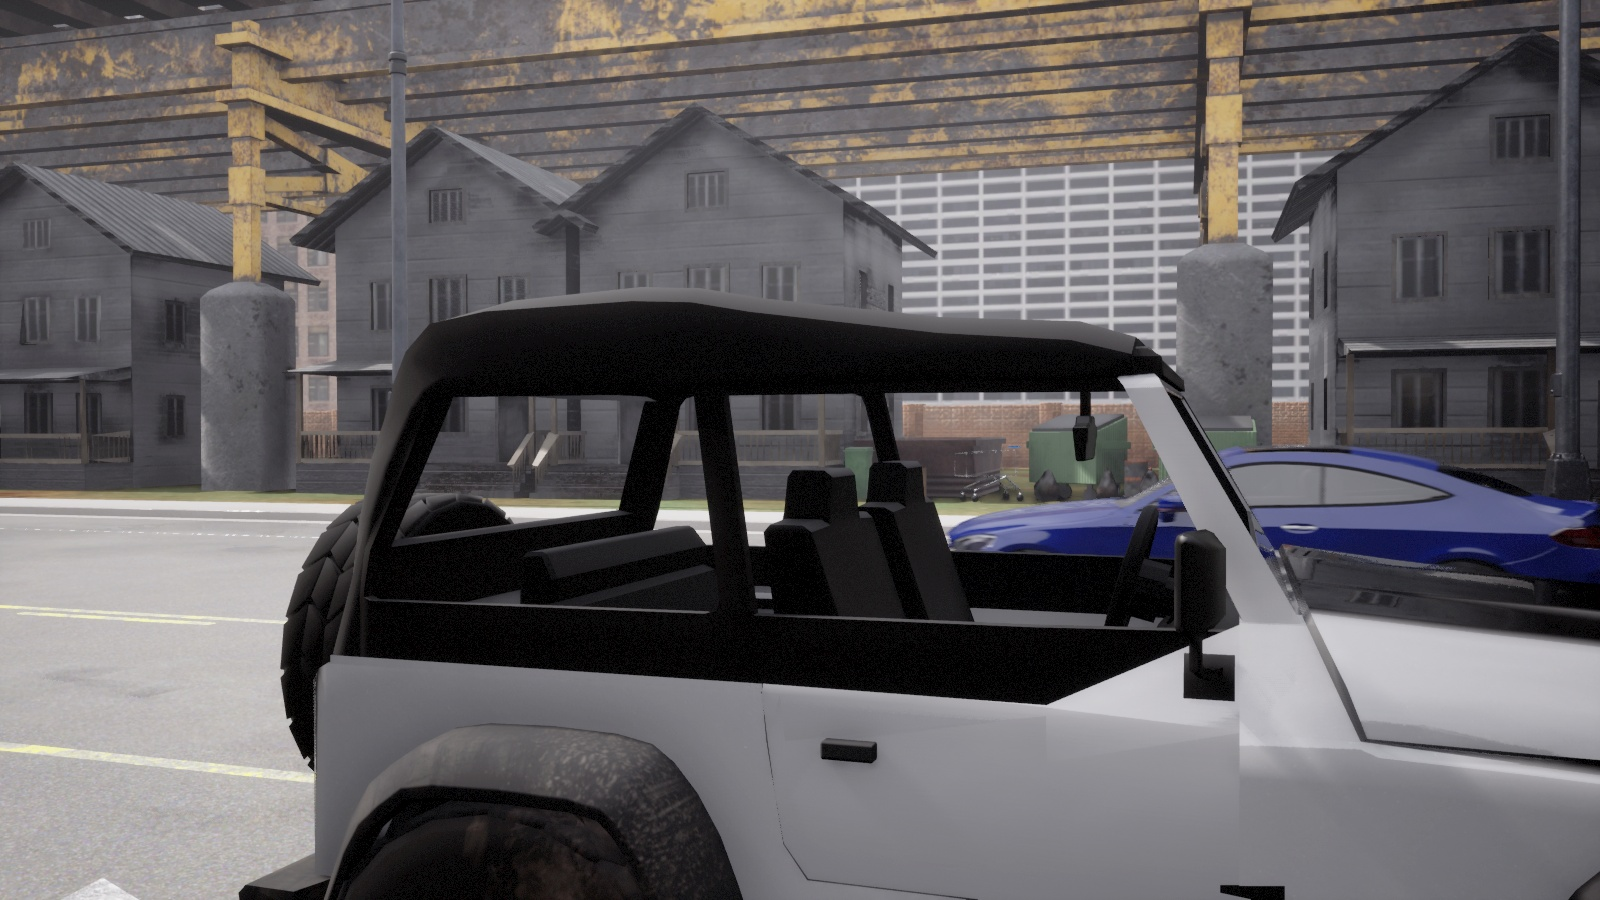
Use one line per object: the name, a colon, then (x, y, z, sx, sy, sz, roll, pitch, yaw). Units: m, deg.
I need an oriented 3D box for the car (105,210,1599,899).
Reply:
car: (0.641, 0.577, 2.981, 3.866, 1.878, 1.905, 1, 1, 19)

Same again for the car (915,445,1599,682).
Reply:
car: (3.363, 0.714, 9.446, 4.674, 1.442, 1.812, 1, 1, 19)
